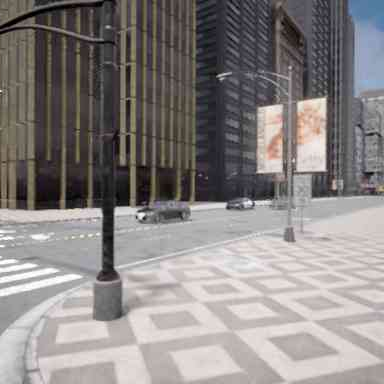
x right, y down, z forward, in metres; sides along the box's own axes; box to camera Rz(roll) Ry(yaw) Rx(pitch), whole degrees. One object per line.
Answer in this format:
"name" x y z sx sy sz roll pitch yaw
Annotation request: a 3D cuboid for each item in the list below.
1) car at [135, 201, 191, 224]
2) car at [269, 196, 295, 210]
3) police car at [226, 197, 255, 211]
"car" -2.029 1.431 24.158 2.128 1.511 4.902 0 0 36
"car" 11.828 1.325 43.359 2.097 1.767 4.553 0 0 36
"police car" 5.853 1.447 40.538 2.038 1.542 4.974 0 0 36
